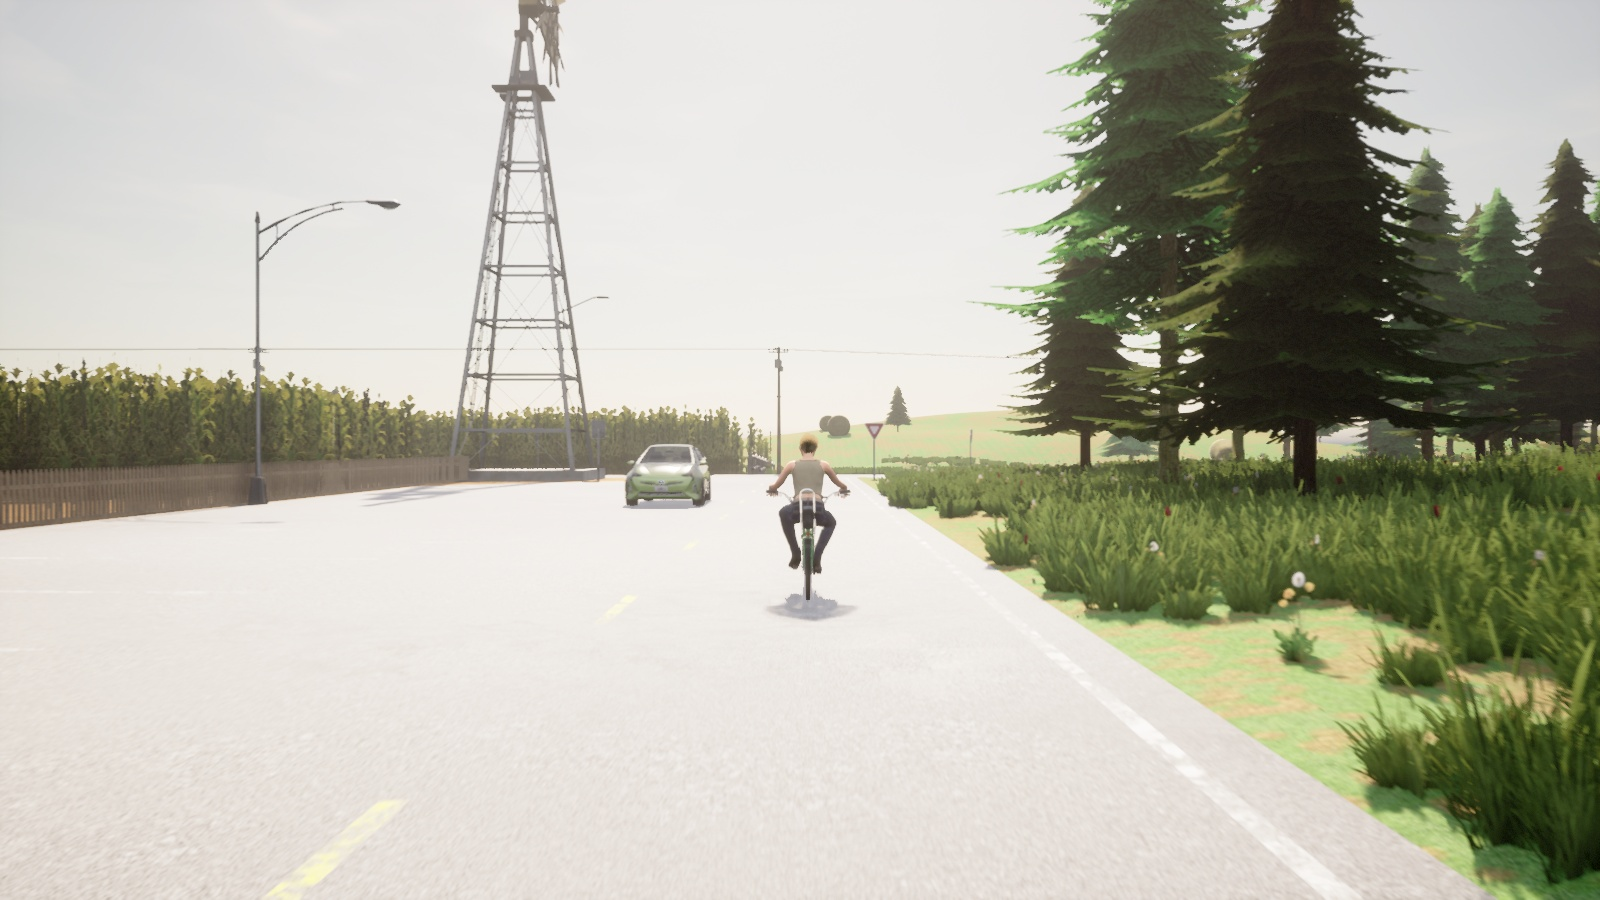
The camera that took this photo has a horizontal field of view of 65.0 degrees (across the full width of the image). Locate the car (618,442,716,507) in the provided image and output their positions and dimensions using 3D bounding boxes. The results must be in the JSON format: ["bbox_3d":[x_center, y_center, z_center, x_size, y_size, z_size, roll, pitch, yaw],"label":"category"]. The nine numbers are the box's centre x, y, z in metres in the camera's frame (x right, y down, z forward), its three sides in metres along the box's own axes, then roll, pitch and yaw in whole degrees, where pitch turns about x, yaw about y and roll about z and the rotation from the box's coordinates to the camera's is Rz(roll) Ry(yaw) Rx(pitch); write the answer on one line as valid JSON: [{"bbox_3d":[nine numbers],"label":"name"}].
[{"bbox_3d":[-3.304,0.569,32.047,2.007,1.525,4.514,0,0,0],"label":"car"}]

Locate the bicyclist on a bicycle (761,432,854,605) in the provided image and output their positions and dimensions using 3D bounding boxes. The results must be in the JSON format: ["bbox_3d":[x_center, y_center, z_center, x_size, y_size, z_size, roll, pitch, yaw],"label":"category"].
[{"bbox_3d":[0.081,0.636,12.473,0.866,1.612,1.509,0,0,1],"label":"bicyclist on a bicycle"}]
